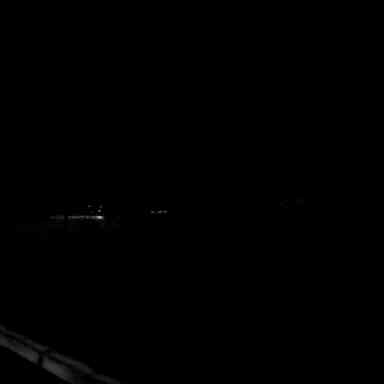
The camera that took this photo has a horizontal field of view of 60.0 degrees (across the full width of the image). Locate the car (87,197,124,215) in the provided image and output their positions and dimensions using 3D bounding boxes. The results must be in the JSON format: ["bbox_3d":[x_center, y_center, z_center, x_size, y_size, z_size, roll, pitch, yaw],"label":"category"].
[{"bbox_3d":[-8.323,1.342,33.580,2.097,1.767,4.553,0,0,32],"label":"car"}]

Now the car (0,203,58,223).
[{"bbox_3d":[-13.172,1.538,25.903,2.033,1.411,5.357,0,0,32],"label":"car"}]
